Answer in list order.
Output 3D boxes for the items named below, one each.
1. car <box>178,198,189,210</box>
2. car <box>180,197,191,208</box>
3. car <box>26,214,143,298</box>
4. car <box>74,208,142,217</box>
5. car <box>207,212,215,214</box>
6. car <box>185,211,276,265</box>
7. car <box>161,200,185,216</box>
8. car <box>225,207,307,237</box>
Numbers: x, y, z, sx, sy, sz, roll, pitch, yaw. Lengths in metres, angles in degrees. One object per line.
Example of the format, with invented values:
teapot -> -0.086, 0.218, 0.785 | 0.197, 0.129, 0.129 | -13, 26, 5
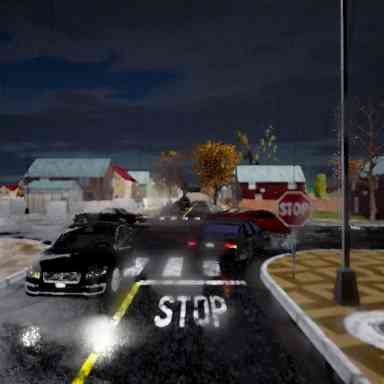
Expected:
car -> -1.898, 2.051, 49.518 | 1.837, 1.490, 4.892 | 0, -1, 3
car -> -1.411, 1.919, 61.835 | 2.150, 2.045, 5.566 | 0, -1, 3
car -> -2.644, 1.603, 8.964 | 1.837, 1.490, 4.892 | 2, -1, -2
car -> -6.100, 1.814, 24.138 | 4.718, 1.301, 1.895 | 1, -1, 8
car -> 3.574, 1.883, 26.102 | 5.357, 1.411, 2.033 | 1, -1, 8
car -> 1.547, 1.670, 12.322 | 2.033, 1.411, 5.357 | 0, 0, 23
car -> -2.352, 1.965, 38.664 | 2.033, 1.411, 5.357 | 0, -1, 4
car -> 4.192, 1.773, 19.249 | 4.674, 1.442, 1.812 | 1, -1, 8
